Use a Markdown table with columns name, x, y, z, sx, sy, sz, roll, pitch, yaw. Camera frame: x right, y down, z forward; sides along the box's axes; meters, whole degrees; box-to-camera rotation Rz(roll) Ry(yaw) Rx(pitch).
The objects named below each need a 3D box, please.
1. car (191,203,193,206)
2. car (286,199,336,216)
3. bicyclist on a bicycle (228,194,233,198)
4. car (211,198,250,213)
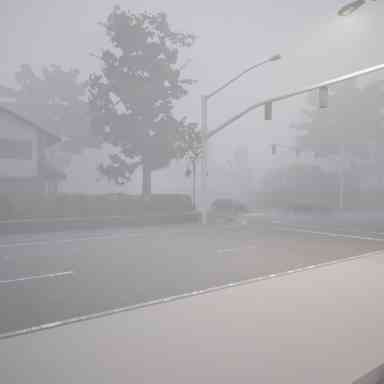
| name | x | y | z | sx | sy | sz | roll | pitch | yaw |
| --- | --- | --- | --- | --- | --- | --- | --- | --- | --- |
| car | -1.851 | 1.241 | 43.762 | 2.097 | 1.767 | 4.553 | 0 | 0 | -36 |
| car | 11.317 | 1.413 | 32.051 | 2.128 | 1.511 | 4.902 | 0 | 0 | -36 |
| bicyclist on a bicycle | 5.832 | 1.176 | 51.011 | 1.656 | 1.620 | 0.582 | 0 | 0 | -36 |
| car | 4.055 | 1.416 | 35.722 | 1.837 | 1.490 | 4.892 | 0 | 0 | -36 |
